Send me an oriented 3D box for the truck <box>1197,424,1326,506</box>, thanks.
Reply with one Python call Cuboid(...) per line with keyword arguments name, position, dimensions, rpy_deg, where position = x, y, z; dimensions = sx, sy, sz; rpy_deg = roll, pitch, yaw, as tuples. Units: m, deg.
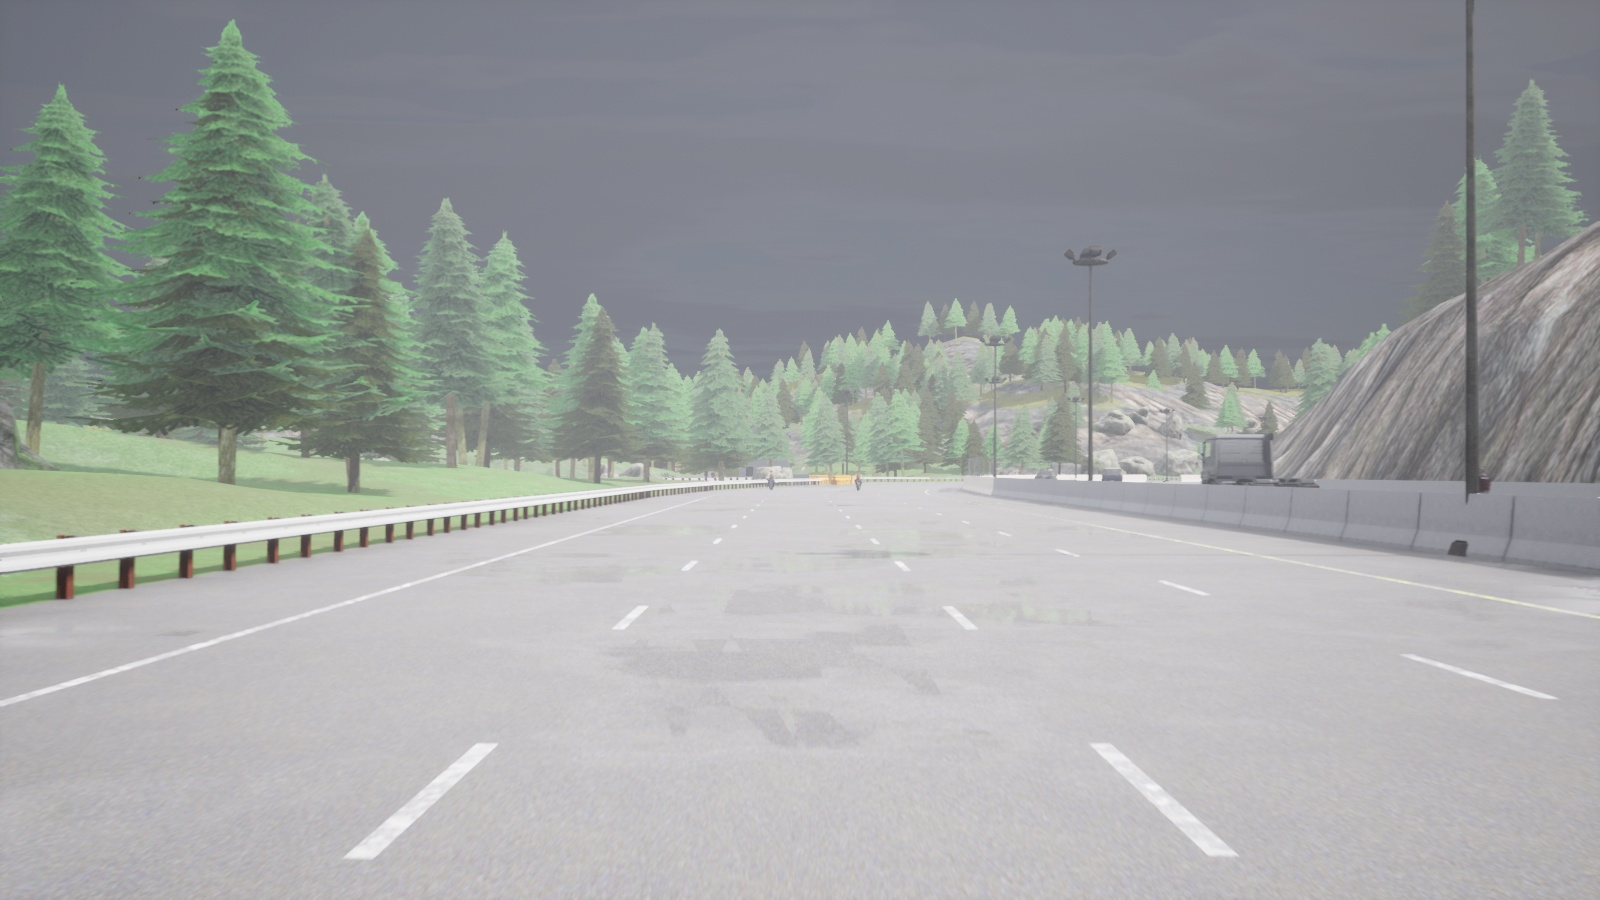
Cuboid(name="truck", position=(20.857, 0.709, 57.322), dimensions=(2.891, 3.462, 7.936), rpy_deg=(0, -1, 0))
